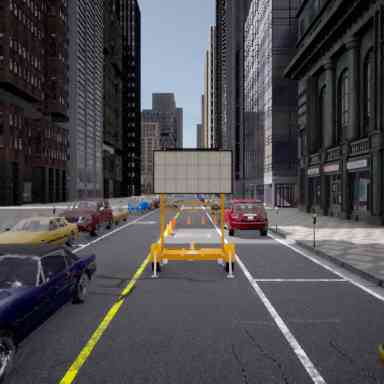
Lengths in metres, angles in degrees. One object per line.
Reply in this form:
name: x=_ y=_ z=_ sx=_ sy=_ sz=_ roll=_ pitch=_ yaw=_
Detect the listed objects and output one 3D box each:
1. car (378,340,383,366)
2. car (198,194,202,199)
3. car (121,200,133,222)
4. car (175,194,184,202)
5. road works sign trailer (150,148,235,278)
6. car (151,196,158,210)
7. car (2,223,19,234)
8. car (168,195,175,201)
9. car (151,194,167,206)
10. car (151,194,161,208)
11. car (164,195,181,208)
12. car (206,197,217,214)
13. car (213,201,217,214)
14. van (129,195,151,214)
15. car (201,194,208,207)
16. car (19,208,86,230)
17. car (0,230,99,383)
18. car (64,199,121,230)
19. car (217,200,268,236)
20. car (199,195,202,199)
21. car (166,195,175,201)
car: x=2.763 y=1.525 z=1.497 sx=1.752 sy=1.417 sz=4.829 roll=0 pitch=0 yaw=0
car: x=2.942 y=1.591 z=80.294 sx=1.887 sy=1.381 sz=4.507 roll=0 pitch=0 yaw=0
car: x=-5.711 y=1.528 z=23.731 sx=1.752 sy=1.417 sz=4.829 roll=0 pitch=0 yaw=0
car: x=-2.826 y=1.644 z=76.231 sx=1.895 sy=1.301 sz=4.718 roll=0 pitch=0 yaw=0
road works sign trailer: x=0.023 y=0.464 z=10.163 sx=2.380 sy=3.560 sz=2.880 roll=0 pitch=0 yaw=0
car: x=-5.673 y=1.563 z=40.823 sx=2.008 sy=1.369 sz=4.403 roll=0 pitch=0 yaw=0
car: x=-5.750 y=1.525 z=6.809 sx=1.752 sy=1.417 sz=4.829 roll=0 pitch=0 yaw=0
car: x=-5.557 y=1.581 z=91.420 sx=1.752 sy=1.417 sz=4.829 roll=0 pitch=0 yaw=0
car: x=-5.635 y=1.341 z=57.746 sx=2.192 sy=1.841 sz=5.009 roll=0 pitch=0 yaw=0
car: x=-5.661 y=1.331 z=46.464 sx=2.192 sy=1.841 sz=5.009 roll=0 pitch=0 yaw=0
car: x=-2.991 y=1.522 z=47.134 sx=1.837 sy=1.490 sz=4.892 roll=0 pitch=0 yaw=0
car: x=2.840 y=1.559 z=35.170 sx=2.008 sy=1.369 sz=4.403 roll=0 pitch=0 yaw=0
car: x=2.814 y=1.554 z=23.889 sx=2.008 sy=1.369 sz=4.403 roll=0 pitch=0 yaw=0
van: x=-5.686 y=1.349 z=35.183 sx=1.690 sy=1.788 sz=3.998 roll=0 pitch=0 yaw=0
car: x=2.878 y=1.461 z=52.091 sx=1.967 sy=1.590 sz=4.097 roll=0 pitch=0 yaw=0
car: x=-5.737 y=1.525 z=12.450 sx=1.752 sy=1.417 sz=4.829 roll=0 pitch=0 yaw=0
car: x=-3.089 y=1.600 z=5.369 sx=1.895 sy=1.301 sz=4.718 roll=0 pitch=0 yaw=0
car: x=-5.724 y=1.316 z=18.261 sx=2.192 sy=1.841 sz=5.009 roll=0 pitch=0 yaw=0
car: x=2.801 y=1.316 z=18.249 sx=2.192 sy=1.841 sz=5.009 roll=0 pitch=0 yaw=0
car: x=2.904 y=1.597 z=63.372 sx=1.947 sy=1.339 sz=4.313 roll=0 pitch=0 yaw=0
car: x=-5.570 y=1.602 z=85.949 sx=2.008 sy=1.369 sz=4.403 roll=0 pitch=0 yaw=0
